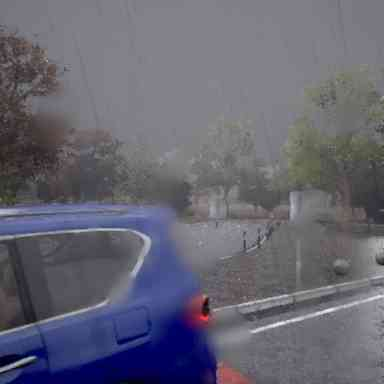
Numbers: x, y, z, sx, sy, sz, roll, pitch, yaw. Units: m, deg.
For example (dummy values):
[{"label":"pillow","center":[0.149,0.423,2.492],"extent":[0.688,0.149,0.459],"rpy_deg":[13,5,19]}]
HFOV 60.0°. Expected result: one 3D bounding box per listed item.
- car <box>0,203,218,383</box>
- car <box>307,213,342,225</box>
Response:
[{"label":"car","center":[-2.390,1.191,1.969],"extent":[5.566,2.045,2.150],"rpy_deg":[-3,1,-36]},{"label":"car","center":[17.308,3.543,44.469],"extent":[5.357,1.411,2.033],"rpy_deg":[2,0,15]}]
